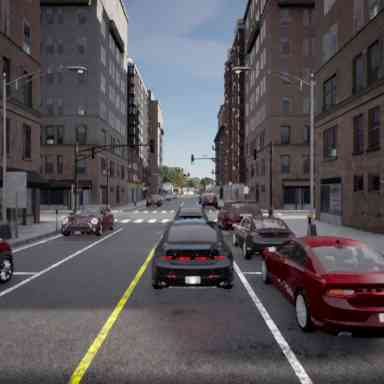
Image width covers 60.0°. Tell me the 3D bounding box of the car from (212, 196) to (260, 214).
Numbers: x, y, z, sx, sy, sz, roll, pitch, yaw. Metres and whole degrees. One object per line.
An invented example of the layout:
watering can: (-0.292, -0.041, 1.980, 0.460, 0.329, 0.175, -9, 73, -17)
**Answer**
car: (2.520, 1.308, 18.033, 2.192, 1.841, 5.009, 0, 0, 0)

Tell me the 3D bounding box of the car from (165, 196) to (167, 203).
car: (-5.788, 1.542, 56.041, 1.947, 1.339, 4.313, 0, 0, 0)

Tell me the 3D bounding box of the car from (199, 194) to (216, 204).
car: (2.402, 1.296, 45.089, 2.192, 1.841, 5.009, 0, 0, 0)

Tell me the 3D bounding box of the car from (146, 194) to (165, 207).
car: (-5.753, 1.294, 50.537, 2.192, 1.841, 5.009, 0, 0, 0)

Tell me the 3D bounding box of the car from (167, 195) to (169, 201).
car: (-5.822, 1.524, 61.545, 2.008, 1.369, 4.403, 0, 0, 0)

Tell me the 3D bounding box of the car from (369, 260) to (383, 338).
car: (2.634, 1.440, 0.987, 1.967, 1.590, 4.097, 0, 0, 0)

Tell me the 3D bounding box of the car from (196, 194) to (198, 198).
car: (2.279, 1.289, 61.600, 2.192, 1.841, 5.009, 0, 0, 0)

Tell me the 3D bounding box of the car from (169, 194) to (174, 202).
car: (-5.926, 1.510, 78.056, 1.887, 1.381, 4.507, 0, 0, 0)

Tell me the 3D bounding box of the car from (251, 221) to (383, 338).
car: (2.596, 1.542, 6.669, 1.887, 1.381, 4.507, 0, 0, 0)

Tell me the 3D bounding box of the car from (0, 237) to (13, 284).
car: (-5.429, 1.438, 6.615, 1.967, 1.590, 4.097, 0, 0, 0)

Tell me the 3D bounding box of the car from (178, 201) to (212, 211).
car: (-0.027, 1.499, 18.982, 1.837, 1.490, 4.892, 0, 0, 1)

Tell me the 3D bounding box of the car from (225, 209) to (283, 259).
car: (2.558, 1.546, 12.351, 2.008, 1.369, 4.403, 0, 0, 0)

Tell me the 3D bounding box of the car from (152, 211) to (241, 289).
car: (0.014, 1.503, 9.094, 1.837, 1.490, 4.892, 0, 0, 0)

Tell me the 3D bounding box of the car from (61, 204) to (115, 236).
car: (-5.505, 1.433, 17.979, 1.967, 1.590, 4.097, 0, 0, 0)
